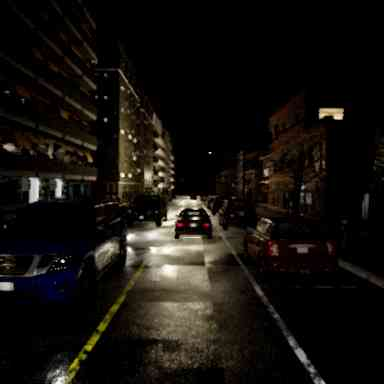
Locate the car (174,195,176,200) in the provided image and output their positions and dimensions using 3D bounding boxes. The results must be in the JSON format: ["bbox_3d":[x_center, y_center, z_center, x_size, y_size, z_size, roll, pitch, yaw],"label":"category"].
[{"bbox_3d":[-5.339,1.322,74.779,1.967,1.590,4.097,-1,0,0],"label":"car"}]

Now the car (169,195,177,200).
[{"bbox_3d":[-5.253,1.424,91.519,1.947,1.339,4.313,-1,0,0],"label":"car"}]

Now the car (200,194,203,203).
[{"bbox_3d":[2.986,1.505,63.636,2.008,1.369,4.403,-1,0,0],"label":"car"}]

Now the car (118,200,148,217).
[{"bbox_3d":[-5.555,1.485,31.741,2.008,1.369,4.403,-1,0,0],"label":"car"}]

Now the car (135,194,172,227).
[{"bbox_3d":[-2.941,1.182,22.948,2.150,2.045,5.566,0,0,3],"label":"car"}]

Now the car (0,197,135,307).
[{"bbox_3d":[-3.066,1.195,8.239,2.150,2.045,5.566,0,0,0],"label":"car"}]

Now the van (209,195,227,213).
[{"bbox_3d":[2.849,1.318,37.098,1.690,1.788,3.998,-1,0,0],"label":"van"}]

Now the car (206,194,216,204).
[{"bbox_3d":[2.821,1.297,31.691,2.192,1.841,5.009,-1,0,0],"label":"car"}]

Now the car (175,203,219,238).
[{"bbox_3d":[0.076,1.529,17.371,2.033,1.411,5.357,0,0,0],"label":"car"}]

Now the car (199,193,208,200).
[{"bbox_3d":[3.091,1.220,91.526,2.192,1.841,5.009,-1,0,0],"label":"car"}]

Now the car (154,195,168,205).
[{"bbox_3d":[-5.420,1.343,58.776,1.967,1.590,4.097,-1,0,0],"label":"car"}]

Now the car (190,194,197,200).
[{"bbox_3d":[0.471,1.388,95.491,2.128,1.511,4.902,0,0,0],"label":"car"}]

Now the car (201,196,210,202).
[{"bbox_3d":[3.009,1.496,74.787,1.947,1.339,4.313,-1,0,0],"label":"car"}]

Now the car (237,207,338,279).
[{"bbox_3d":[2.714,1.445,10.062,1.967,1.590,4.097,-1,0,0],"label":"car"}]

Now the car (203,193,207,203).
[{"bbox_3d":[2.876,1.285,42.505,2.192,1.841,5.009,-1,0,0],"label":"car"}]

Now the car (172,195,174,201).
[{"bbox_3d":[-5.367,1.415,69.029,1.752,1.417,4.829,-1,0,0],"label":"car"}]

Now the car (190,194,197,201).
[{"bbox_3d":[0.419,1.398,85.074,1.837,1.490,4.892,0,0,0],"label":"car"}]

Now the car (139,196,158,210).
[{"bbox_3d":[-5.502,1.362,42.554,1.967,1.590,4.097,-1,0,0],"label":"car"}]

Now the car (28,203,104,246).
[{"bbox_3d":[-5.638,1.391,15.519,1.967,1.590,4.097,-1,0,0],"label":"car"}]

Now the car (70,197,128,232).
[{"bbox_3d":[-5.612,1.261,20.926,2.192,1.841,5.009,-1,0,0],"label":"car"}]

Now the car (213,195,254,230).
[{"bbox_3d":[2.767,1.309,20.877,2.192,1.841,5.009,-1,0,0],"label":"car"}]
